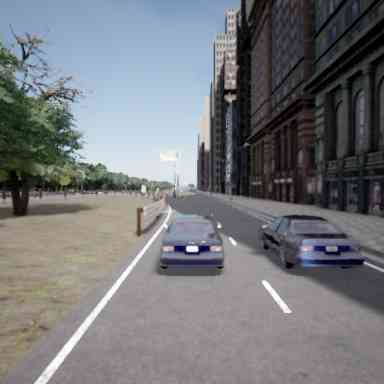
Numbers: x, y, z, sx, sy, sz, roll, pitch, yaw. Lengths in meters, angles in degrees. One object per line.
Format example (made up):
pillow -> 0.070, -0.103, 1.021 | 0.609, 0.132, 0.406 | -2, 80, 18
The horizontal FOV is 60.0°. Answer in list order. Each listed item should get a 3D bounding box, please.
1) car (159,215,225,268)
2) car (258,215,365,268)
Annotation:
car -> 0.017, 1.446, 10.845 | 2.033, 1.411, 5.357 | 0, 1, 0
car -> 3.516, 1.447, 10.834 | 2.033, 1.411, 5.357 | 0, 1, 0
